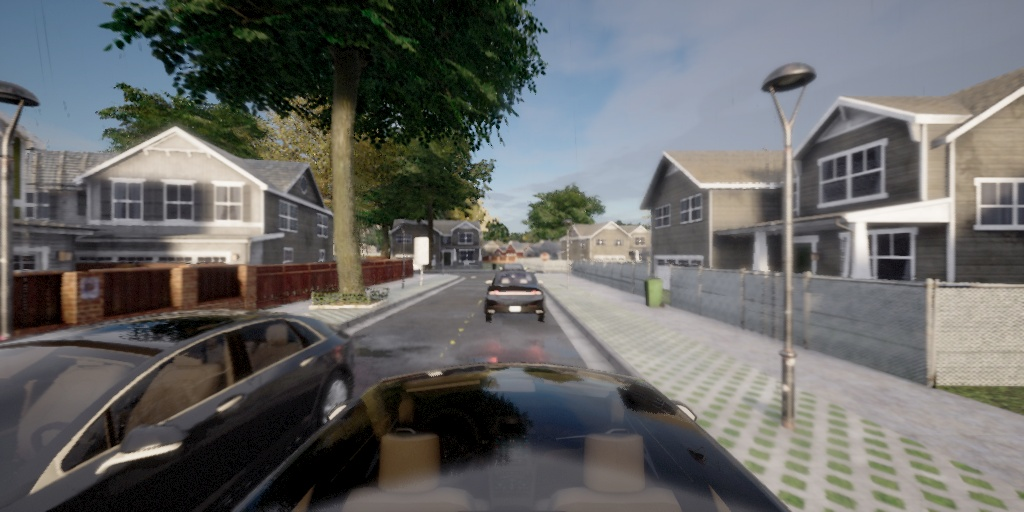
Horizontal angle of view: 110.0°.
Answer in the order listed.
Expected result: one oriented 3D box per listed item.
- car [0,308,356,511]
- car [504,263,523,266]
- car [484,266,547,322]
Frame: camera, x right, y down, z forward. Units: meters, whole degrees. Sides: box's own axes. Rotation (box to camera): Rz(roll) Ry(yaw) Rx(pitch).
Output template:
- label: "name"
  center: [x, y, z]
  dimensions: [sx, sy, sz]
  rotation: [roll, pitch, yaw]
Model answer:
- label: "car"
  center: [-2.849, 1.256, 2.578]
  dimensions: [1.837, 1.490, 4.892]
  rotation: [0, 0, 0]
- label: "car"
  center: [0.096, 1.261, 26.694]
  dimensions: [1.882, 1.535, 5.008]
  rotation: [0, 0, 0]
- label: "car"
  center: [0.097, 1.254, 12.281]
  dimensions: [2.128, 1.511, 4.902]
  rotation: [0, 0, 0]
